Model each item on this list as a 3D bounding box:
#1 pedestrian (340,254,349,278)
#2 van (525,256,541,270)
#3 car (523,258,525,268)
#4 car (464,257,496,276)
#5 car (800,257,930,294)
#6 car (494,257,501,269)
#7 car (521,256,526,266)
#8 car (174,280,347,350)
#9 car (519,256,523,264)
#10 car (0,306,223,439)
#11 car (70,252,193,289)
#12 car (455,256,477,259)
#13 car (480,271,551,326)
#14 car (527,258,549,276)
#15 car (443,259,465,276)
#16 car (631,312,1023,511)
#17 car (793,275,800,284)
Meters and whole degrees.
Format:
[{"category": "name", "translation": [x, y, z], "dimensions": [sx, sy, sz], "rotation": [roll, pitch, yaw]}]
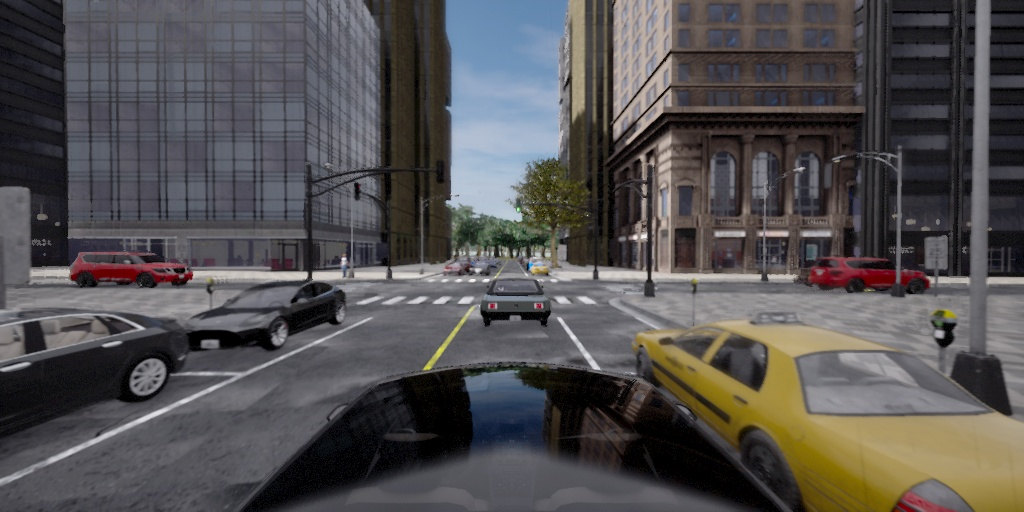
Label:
[{"category": "pedestrian", "translation": [-12.519, 0.715, 26.829], "dimensions": [0.375, 1.860, 0.375], "rotation": [0, 0, 0]}, {"category": "van", "translation": [2.768, 1.020, 41.688], "dimensions": [1.690, 1.789, 3.998], "rotation": [0, 0, 0]}, {"category": "car", "translation": [2.769, 1.229, 47.368], "dimensions": [1.948, 1.339, 4.313], "rotation": [0, 0, 0]}, {"category": "car", "translation": [-3.101, 1.185, 35.506], "dimensions": [2.128, 1.511, 4.902], "rotation": [0, 0, 1]}, {"category": "car", "translation": [20.468, 1.119, 20.711], "dimensions": [5.566, 2.045, 2.150], "rotation": [0, 1, 1]}, {"category": "car", "translation": [-3.069, 1.197, 51.696], "dimensions": [2.033, 1.411, 5.357], "rotation": [0, 0, 0]}, {"category": "car", "translation": [2.771, 1.151, 58.897], "dimensions": [1.751, 1.417, 4.829], "rotation": [0, 0, 0]}, {"category": "car", "translation": [-5.763, 1.308, 9.029], "dimensions": [1.948, 1.339, 4.313], "rotation": [0, 0, 0]}, {"category": "car", "translation": [2.772, 1.150, 64.406], "dimensions": [1.888, 1.381, 4.507], "rotation": [0, 0, 0]}, {"category": "car", "translation": [-5.763, 1.299, 3.650], "dimensions": [2.007, 1.370, 4.403], "rotation": [0, 0, 0]}, {"category": "car", "translation": [-21.725, 0.790, 20.579], "dimensions": [5.566, 2.045, 2.150], "rotation": [1, 1, 0]}, {"category": "car", "translation": [-5.757, 0.994, 41.681], "dimensions": [2.192, 1.841, 5.009], "rotation": [0, 0, 0]}, {"category": "car", "translation": [0.099, 1.340, 11.624], "dimensions": [1.895, 1.301, 4.718], "rotation": [0, 0, 0]}, {"category": "car", "translation": [2.768, 1.219, 36.178], "dimensions": [1.751, 1.417, 4.829], "rotation": [0, 0, 0]}, {"category": "car", "translation": [-5.758, 1.276, 36.000], "dimensions": [1.802, 1.307, 4.207], "rotation": [0, 0, 0]}, {"category": "car", "translation": [2.762, 1.274, 3.993], "dimensions": [1.751, 1.417, 4.829], "rotation": [0, 0, 0]}, {"category": "car", "translation": [22.021, 1.414, 23.860], "dimensions": [5.357, 1.411, 2.033], "rotation": [0, 1, 0]}]
